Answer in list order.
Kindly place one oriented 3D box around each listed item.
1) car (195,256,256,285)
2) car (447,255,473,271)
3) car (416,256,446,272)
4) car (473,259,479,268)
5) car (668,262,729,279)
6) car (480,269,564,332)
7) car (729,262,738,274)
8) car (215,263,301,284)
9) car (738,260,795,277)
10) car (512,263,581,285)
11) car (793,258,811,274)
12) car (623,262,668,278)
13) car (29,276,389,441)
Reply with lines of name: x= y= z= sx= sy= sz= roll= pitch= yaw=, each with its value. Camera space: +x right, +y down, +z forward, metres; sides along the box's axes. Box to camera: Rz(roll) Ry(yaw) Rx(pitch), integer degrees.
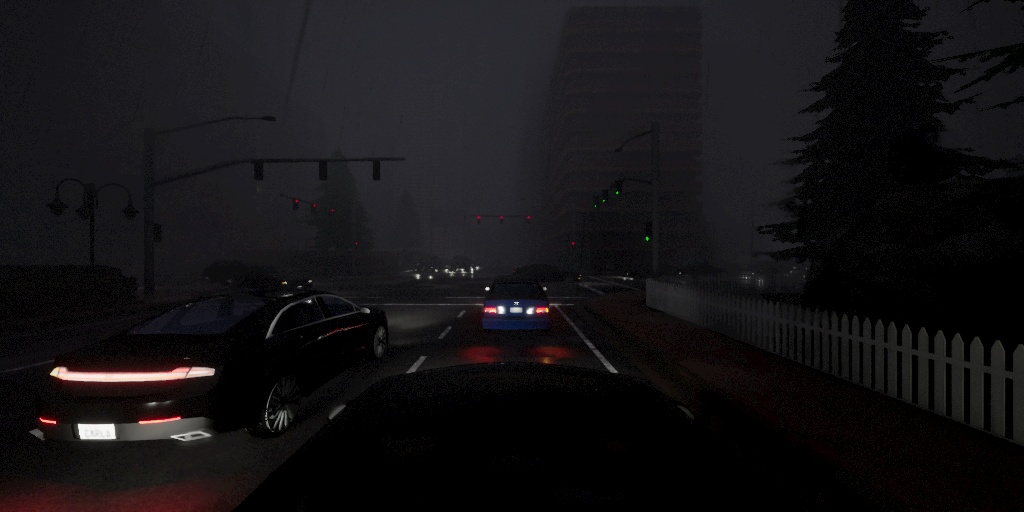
car: x=-18.590 y=1.047 z=24.857 sx=4.553 sy=1.767 sz=2.097 roll=0 pitch=0 yaw=0
car: x=-7.057 y=0.971 z=49.141 sx=2.150 sy=2.045 sz=5.566 roll=0 pitch=0 yaw=0
car: x=-10.529 y=0.971 z=45.981 sx=2.150 sy=2.045 sz=5.566 roll=0 pitch=0 yaw=2
car: x=-7.025 y=1.255 z=58.952 sx=1.837 sy=1.490 sz=4.892 roll=0 pitch=0 yaw=0
car: x=15.889 y=1.259 z=30.586 sx=4.181 sy=1.385 sz=1.994 roll=0 pitch=0 yaw=-20
car: x=0.122 y=1.297 z=10.809 sx=2.033 sy=1.411 sz=5.357 roll=0 pitch=0 yaw=1
car: x=22.056 y=1.295 z=36.974 sx=4.718 sy=1.301 sz=1.895 roll=0 pitch=0 yaw=-30
car: x=-13.588 y=1.264 z=19.895 sx=5.357 sy=1.411 sz=2.033 roll=0 pitch=0 yaw=23
car: x=24.369 y=1.242 z=34.262 sx=5.357 sy=1.411 sz=2.033 roll=0 pitch=0 yaw=-31
car: x=2.363 y=1.228 z=25.034 sx=4.892 sy=1.490 sz=1.837 roll=0 pitch=0 yaw=-1
car: x=32.359 y=0.916 z=40.589 sx=2.150 sy=2.045 sz=5.566 roll=0 pitch=0 yaw=43
car: x=13.155 y=1.242 z=33.411 sx=5.357 sy=1.411 sz=2.033 roll=0 pitch=0 yaw=-13
car: x=-3.427 y=1.242 z=5.397 sx=2.128 sy=1.511 sz=4.902 roll=0 pitch=0 yaw=0
